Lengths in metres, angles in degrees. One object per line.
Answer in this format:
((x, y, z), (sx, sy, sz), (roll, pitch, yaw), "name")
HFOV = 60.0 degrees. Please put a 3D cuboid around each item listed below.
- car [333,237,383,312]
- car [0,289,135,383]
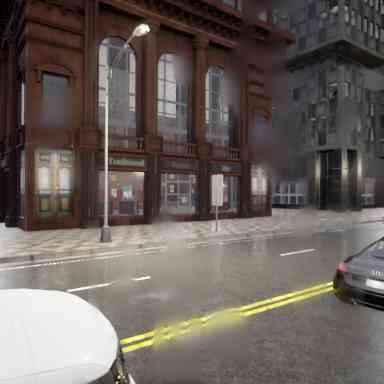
((4.817, 1.562, 6.893), (4.181, 1.385, 1.994), (0, 0, -35), "car")
((-2.920, 1.221, 1.352), (5.566, 2.045, 2.150), (0, 0, -36), "car")
